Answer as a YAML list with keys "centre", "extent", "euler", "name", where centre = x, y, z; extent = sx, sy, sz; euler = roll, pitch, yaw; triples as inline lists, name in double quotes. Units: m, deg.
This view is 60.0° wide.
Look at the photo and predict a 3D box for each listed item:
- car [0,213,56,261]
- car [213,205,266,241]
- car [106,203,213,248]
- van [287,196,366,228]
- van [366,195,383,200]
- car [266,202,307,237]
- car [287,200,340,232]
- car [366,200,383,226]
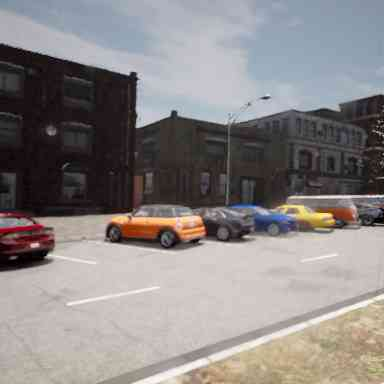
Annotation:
- centre: [-6.689, 1.461, 11.273]
  extent: [5.008, 1.535, 2.097]
  euler: [-1, 0, 35]
  name: "car"
- centre: [0.775, 1.466, 16.420]
  extent: [4.892, 1.521, 2.231]
  euler: [-1, -1, 36]
  name: "car"
- centre: [-1.712, 1.338, 14.708]
  extent: [4.553, 1.767, 2.185]
  euler: [-1, 0, 35]
  name: "car"
- centre: [8.375, 1.240, 21.406]
  extent: [4.442, 1.987, 1.878]
  euler: [-1, -1, 36]
  name: "van"
- centre: [13.399, 1.240, 24.731]
  extent: [4.442, 1.987, 1.878]
  euler: [-1, -1, 37]
  name: "van"
- centre: [3.264, 1.466, 18.130]
  extent: [5.008, 1.535, 2.097]
  euler: [-1, -1, 36]
  name: "car"
- centre: [5.618, 1.466, 19.904]
  extent: [5.366, 1.575, 1.946]
  euler: [-1, -1, 36]
  name: "car"
- centre: [10.766, 1.497, 23.149]
  extent: [4.792, 1.488, 2.163]
  euler: [-1, -1, 36]
  name: "car"
